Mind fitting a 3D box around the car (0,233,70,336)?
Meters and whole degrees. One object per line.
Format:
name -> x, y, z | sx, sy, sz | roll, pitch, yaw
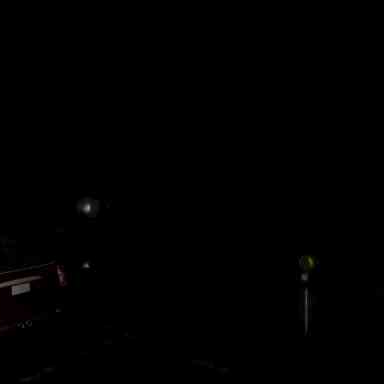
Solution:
car -> -4.079, 1.440, 5.988 | 4.097, 1.590, 1.967 | 0, 0, 36
